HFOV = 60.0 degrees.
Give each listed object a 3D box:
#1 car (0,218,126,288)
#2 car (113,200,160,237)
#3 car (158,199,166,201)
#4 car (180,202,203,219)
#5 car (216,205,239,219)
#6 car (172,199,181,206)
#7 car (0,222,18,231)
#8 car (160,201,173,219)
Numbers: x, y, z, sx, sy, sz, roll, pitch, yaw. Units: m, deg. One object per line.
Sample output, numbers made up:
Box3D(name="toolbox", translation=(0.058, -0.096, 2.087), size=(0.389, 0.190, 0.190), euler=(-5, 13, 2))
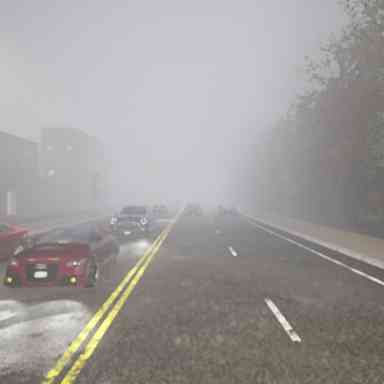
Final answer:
Box3D(name="car", translation=(-3.349, 1.660, 9.370), size=(1.994, 1.385, 4.181), euler=(0, -1, 0))
Box3D(name="car", translation=(-3.337, 1.550, 19.472), size=(2.097, 1.767, 4.553), euler=(0, -1, 0))
Box3D(name="car", translation=(-6.490, 2.179, 70.434), size=(1.882, 1.535, 5.008), euler=(0, -1, 0))
Box3D(name="car", translation=(0.100, 1.933, 32.898), size=(1.895, 1.301, 4.718), euler=(0, -1, 0))
Box3D(name="car", translation=(3.354, 1.932, 32.744), size=(1.895, 1.301, 4.718), euler=(0, -1, 0))
Box3D(name="car", translation=(-3.240, 2.226, 70.433), size=(1.812, 1.442, 4.674), euler=(0, -1, 0))
Box3D(name="car", translation=(-6.597, 1.574, 9.480), size=(1.882, 1.535, 5.008), euler=(0, -1, 0))
Box3D(name="car", translation=(-3.265, 1.902, 33.386), size=(1.994, 1.385, 4.181), euler=(0, -1, 1))
